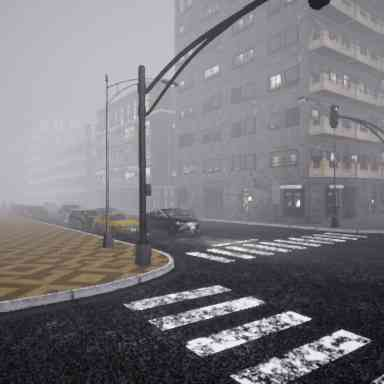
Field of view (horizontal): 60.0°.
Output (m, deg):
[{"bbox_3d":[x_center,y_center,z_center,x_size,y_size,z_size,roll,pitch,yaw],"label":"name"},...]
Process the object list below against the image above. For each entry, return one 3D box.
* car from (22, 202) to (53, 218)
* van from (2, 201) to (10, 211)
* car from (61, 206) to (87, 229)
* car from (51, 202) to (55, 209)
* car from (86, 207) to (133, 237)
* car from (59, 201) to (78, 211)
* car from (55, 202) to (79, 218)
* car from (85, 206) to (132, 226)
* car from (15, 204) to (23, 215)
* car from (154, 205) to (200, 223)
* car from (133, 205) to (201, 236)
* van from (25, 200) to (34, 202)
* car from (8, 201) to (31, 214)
[{"bbox_3d":[-18.237,2.262,39.155,1.887,1.381,4.507,-2,0,-36],"label":"car"},{"bbox_3d":[-31.638,2.433,57.377,1.690,1.788,3.998,-2,0,-36],"label":"van"},{"bbox_3d":[-8.192,2.002,25.488,1.947,1.339,4.313,-2,0,-36],"label":"car"},{"bbox_3d":[-25.024,2.478,58.183,2.128,1.511,4.902,-1,-1,-36],"label":"car"},{"bbox_3d":[-4.744,1.865,20.796,1.752,1.417,4.829,-2,0,-36],"label":"car"},{"bbox_3d":[-21.536,2.367,57.786,1.967,1.590,4.097,-2,0,-36],"label":"car"},{"bbox_3d":[-13.230,2.118,36.754,1.837,1.490,4.892,-1,-1,-36],"label":"car"},{"bbox_3d":[-7.272,1.994,28.626,2.033,1.411,5.357,-1,-1,-37],"label":"car"},{"bbox_3d":[-21.585,2.393,43.710,1.802,1.307,4.206,-2,0,-36],"label":"car"},{"bbox_3d":[-1.441,1.916,30.453,2.008,1.369,4.403,-2,0,-36],"label":"car"},{"bbox_3d":[-1.413,1.775,20.654,2.128,1.511,4.902,-1,-1,-36],"label":"car"},{"bbox_3d":[-41.631,2.832,85.120,1.690,1.788,3.998,-2,0,-36],"label":"van"},{"bbox_3d":[-24.935,2.449,48.266,1.887,1.381,4.507,-2,0,-36],"label":"car"}]
